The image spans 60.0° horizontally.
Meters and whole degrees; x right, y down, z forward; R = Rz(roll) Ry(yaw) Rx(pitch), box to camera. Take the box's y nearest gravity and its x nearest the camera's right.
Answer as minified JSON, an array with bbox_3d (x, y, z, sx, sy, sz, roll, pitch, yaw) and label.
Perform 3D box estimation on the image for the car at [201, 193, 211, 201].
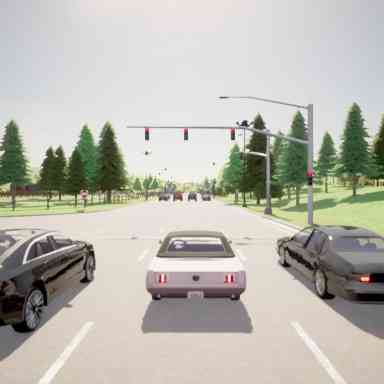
[{"bbox_3d":[3.576,1.498,80.572,2.128,1.511,4.902,0,0,0],"label":"car"}]

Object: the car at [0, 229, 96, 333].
[{"bbox_3d":[-3.423,1.490,6.767,2.128,1.511,4.902,0,0,0],"label":"car"}]

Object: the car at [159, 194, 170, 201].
[{"bbox_3d":[-6.924,1.329,80.969,2.097,1.767,4.553,0,0,0],"label":"car"}]

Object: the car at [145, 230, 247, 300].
[{"bbox_3d":[0.087,1.599,8.305,1.895,1.301,4.718,0,0,0],"label":"car"}]

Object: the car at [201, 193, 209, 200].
[{"bbox_3d":[3.586,1.167,90.962,2.097,1.767,4.553,0,0,0],"label":"car"}]

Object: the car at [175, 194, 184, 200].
[{"bbox_3d":[-3.414,1.337,90.999,2.128,1.511,4.902,0,0,0],"label":"car"}]

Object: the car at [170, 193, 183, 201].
[{"bbox_3d":[-3.424,1.198,80.609,2.150,2.045,5.566,0,0,0],"label":"car"}]

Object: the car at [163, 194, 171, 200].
[{"bbox_3d":[-6.914,1.312,91.002,1.837,1.490,4.892,0,0,0],"label":"car"}]

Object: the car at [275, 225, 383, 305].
[{"bbox_3d":[3.588,1.546,8.329,2.033,1.411,5.357,0,0,0],"label":"car"}]

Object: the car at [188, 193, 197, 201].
[{"bbox_3d":[0.076,1.198,80.605,2.150,2.045,5.566,0,0,0],"label":"car"}]
